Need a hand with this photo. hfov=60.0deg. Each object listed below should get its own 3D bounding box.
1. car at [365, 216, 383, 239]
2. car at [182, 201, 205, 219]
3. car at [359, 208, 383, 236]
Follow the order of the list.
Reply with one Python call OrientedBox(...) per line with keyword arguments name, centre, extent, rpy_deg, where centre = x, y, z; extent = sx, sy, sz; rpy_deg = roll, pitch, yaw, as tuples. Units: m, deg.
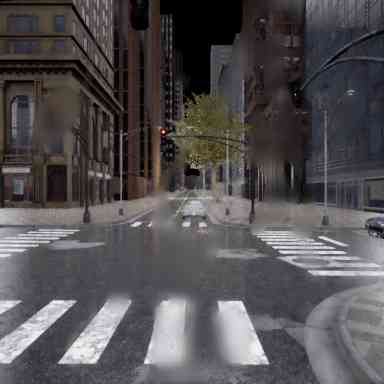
OrientedBox(name="car", centre=(10.876, 1.426, 15.705), extent=(4.553, 1.767, 2.097), rpy_deg=(0, 0, 0))
OrientedBox(name="car", centre=(0.134, 1.462, 28.405), extent=(1.812, 1.442, 4.674), rpy_deg=(0, 0, 0))
OrientedBox(name="car", centre=(11.909, 1.632, 18.368), extent=(4.403, 1.369, 2.008), rpy_deg=(0, 0, 0))
